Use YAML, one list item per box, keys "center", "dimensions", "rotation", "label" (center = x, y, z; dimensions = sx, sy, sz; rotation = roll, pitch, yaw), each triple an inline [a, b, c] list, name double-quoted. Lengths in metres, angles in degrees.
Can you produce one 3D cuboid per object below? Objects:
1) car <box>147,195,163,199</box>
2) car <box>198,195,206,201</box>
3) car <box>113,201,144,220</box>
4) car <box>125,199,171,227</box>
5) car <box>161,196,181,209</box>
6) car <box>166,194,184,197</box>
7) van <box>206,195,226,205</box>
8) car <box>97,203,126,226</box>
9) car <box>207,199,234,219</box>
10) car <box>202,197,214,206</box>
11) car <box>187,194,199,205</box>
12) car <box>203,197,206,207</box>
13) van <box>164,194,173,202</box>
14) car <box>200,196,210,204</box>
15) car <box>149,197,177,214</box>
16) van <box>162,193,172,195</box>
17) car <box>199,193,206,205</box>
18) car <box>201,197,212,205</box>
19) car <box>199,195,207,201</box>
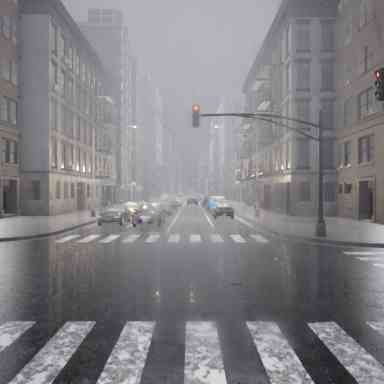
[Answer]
- center: [-5.421, 1.436, 45.071]
  dimensions: [1.967, 1.590, 4.097]
  rotation: [0, 0, 0]
  label: "car"
- center: [2.634, 1.560, 88.324]
  dimensions: [1.947, 1.339, 4.313]
  rotation: [0, 0, 0]
  label: "car"
- center: [-5.402, 1.523, 28.682]
  dimensions: [1.752, 1.417, 4.829]
  rotation: [0, 0, 0]
  label: "car"
- center: [-2.854, 1.490, 22.815]
  dimensions: [2.128, 1.511, 4.902]
  rotation: [0, 0, 0]
  label: "car"
- center: [-2.845, 1.560, 42.712]
  dimensions: [1.994, 1.385, 4.181]
  rotation: [0, 0, 1]
  label: "car"
- center: [-2.810, 1.474, 52.967]
  dimensions: [1.882, 1.535, 5.008]
  rotation: [0, 0, 1]
  label: "car"
- center: [2.632, 1.338, 34.261]
  dimensions: [1.690, 1.788, 3.998]
  rotation: [0, 0, 0]
  label: "van"
- center: [-5.396, 1.549, 23.446]
  dimensions: [2.008, 1.369, 4.403]
  rotation: [0, 0, 0]
  label: "car"
- center: [2.632, 1.548, 28.855]
  dimensions: [2.008, 1.369, 4.403]
  rotation: [0, 0, 0]
  label: "car"
- center: [2.633, 1.562, 55.886]
  dimensions: [1.947, 1.339, 4.313]
  rotation: [0, 0, 0]
  label: "car"
- center: [0.085, 1.501, 57.017]
  dimensions: [1.837, 1.490, 4.892]
  rotation: [0, 0, 0]
  label: "car"
- center: [2.632, 1.578, 39.668]
  dimensions: [1.802, 1.307, 4.206]
  rotation: [0, 0, 0]
  label: "car"
- center: [-5.458, 1.336, 77.508]
  dimensions: [1.690, 1.788, 3.998]
  rotation: [0, 0, 0]
  label: "van"
- center: [2.634, 1.521, 66.868]
  dimensions: [1.752, 1.417, 4.829]
  rotation: [0, 0, 0]
  label: "car"
- center: [-2.853, 1.545, 32.698]
  dimensions: [2.033, 1.411, 5.357]
  rotation: [0, 0, 0]
  label: "car"
- center: [-5.446, 1.337, 66.695]
  dimensions: [1.690, 1.788, 3.998]
  rotation: [0, 0, 0]
  label: "van"
- center: [2.633, 1.311, 50.480]
  dimensions: [2.192, 1.841, 5.009]
  rotation: [0, 0, 0]
  label: "car"
- center: [2.633, 1.546, 61.293]
  dimensions: [2.008, 1.369, 4.403]
  rotation: [0, 0, 0]
  label: "car"
- center: [2.634, 1.540, 82.918]
  dimensions: [1.887, 1.381, 4.507]
  rotation: [0, 0, 0]
  label: "car"
